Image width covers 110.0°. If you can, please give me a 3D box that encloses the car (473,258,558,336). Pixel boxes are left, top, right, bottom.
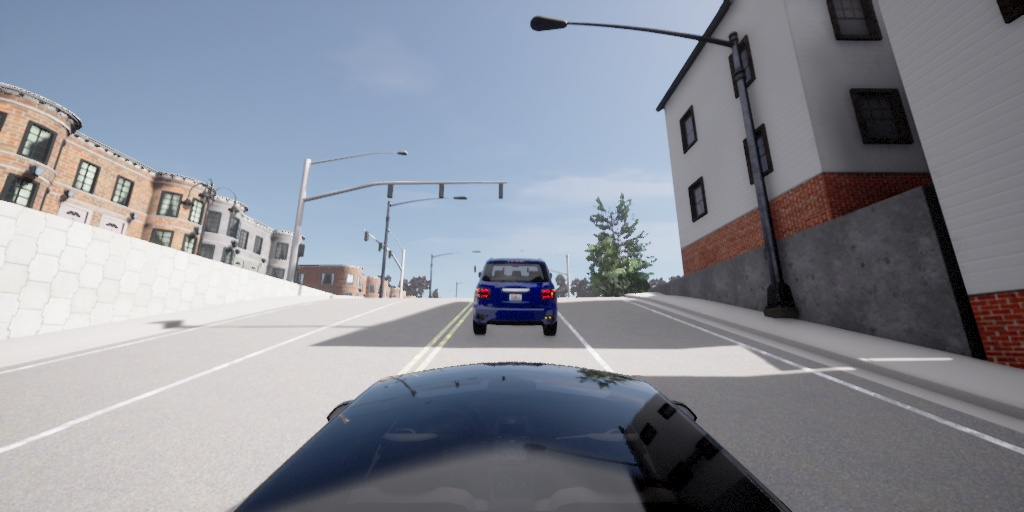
[{"bbox_3d":[0.096,1.090,11.035,2.150,2.045,5.566,1,-1,0],"label":"car"}]
